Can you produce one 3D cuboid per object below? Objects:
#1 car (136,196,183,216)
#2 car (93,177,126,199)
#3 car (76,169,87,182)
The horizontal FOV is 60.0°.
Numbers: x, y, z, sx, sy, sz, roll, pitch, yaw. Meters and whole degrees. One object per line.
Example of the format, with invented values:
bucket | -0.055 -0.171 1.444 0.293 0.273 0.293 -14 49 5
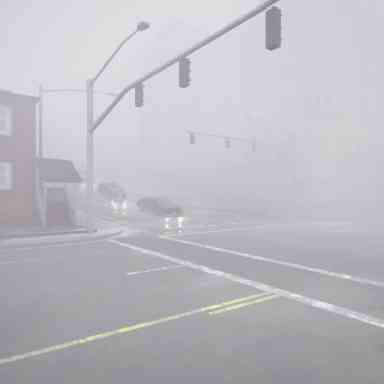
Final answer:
car | -2.943 1.087 28.676 2.033 1.411 5.357 0 5 -36
car | -8.922 -0.283 37.000 2.128 1.511 4.902 0 10 -35
car | -14.927 -2.317 45.367 2.033 1.411 5.357 0 12 -35
